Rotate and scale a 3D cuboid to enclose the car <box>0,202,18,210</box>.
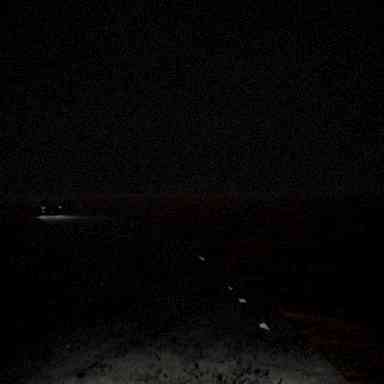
[{"bbox_3d":[-30.064,2.187,53.301,4.718,1.301,1.895,-1,-2,33],"label":"car"}]

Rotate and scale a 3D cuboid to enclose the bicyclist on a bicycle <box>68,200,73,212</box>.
[{"bbox_3d":[-15.094,1.761,41.328,0.582,1.620,1.656,1,-2,-40],"label":"bicyclist on a bicycle"}]

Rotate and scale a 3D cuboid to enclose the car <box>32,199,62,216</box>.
[{"bbox_3d":[-15.424,1.556,35.299,2.097,1.767,4.553,1,-1,-38],"label":"car"}]
